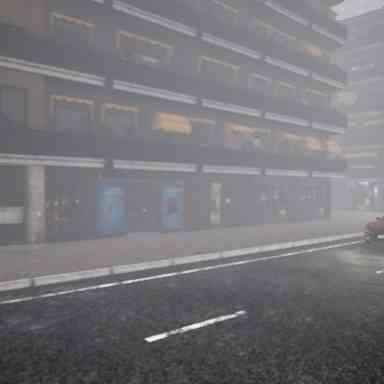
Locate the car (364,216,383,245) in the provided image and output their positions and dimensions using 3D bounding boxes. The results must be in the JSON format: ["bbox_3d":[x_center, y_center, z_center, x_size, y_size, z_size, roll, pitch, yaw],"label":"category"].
[{"bbox_3d":[9.567,1.533,14.796,5.008,1.535,1.882,0,0,-37],"label":"car"}]
